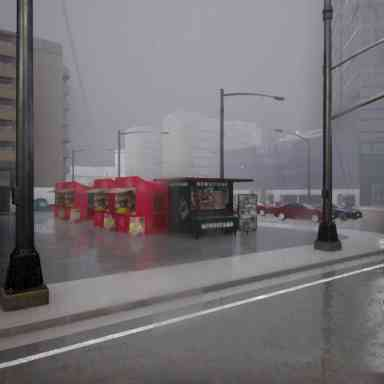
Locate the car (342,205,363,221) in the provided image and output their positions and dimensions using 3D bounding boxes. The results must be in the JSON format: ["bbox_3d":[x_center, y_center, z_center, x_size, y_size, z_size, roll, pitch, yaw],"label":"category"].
[{"bbox_3d":[12.214,1.672,28.408,1.994,1.385,4.181,0,-1,-35],"label":"car"}]

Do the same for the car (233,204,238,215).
[{"bbox_3d":[3.536,1.750,34.422,1.812,1.442,4.674,0,-1,-36],"label":"car"}]

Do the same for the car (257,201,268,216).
[{"bbox_3d":[6.940,1.689,35.686,1.882,1.535,5.008,0,-1,-36],"label":"car"}]

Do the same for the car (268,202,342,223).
[{"bbox_3d":[8.987,1.589,26.864,1.882,1.535,5.008,0,-1,-38],"label":"car"}]
